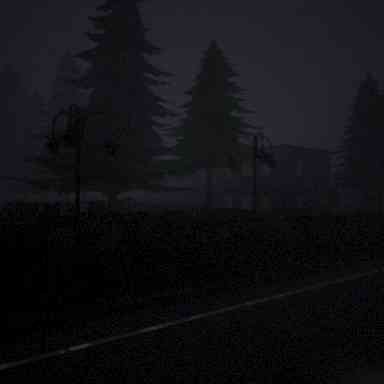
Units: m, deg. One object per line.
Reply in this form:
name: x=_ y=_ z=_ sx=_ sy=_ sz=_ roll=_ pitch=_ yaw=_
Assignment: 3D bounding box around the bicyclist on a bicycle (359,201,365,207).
bicyclist on a bicycle: x=22.413 y=1.959 z=43.970 sx=1.656 sy=1.620 sz=0.582 roll=0 pitch=0 yaw=-29
